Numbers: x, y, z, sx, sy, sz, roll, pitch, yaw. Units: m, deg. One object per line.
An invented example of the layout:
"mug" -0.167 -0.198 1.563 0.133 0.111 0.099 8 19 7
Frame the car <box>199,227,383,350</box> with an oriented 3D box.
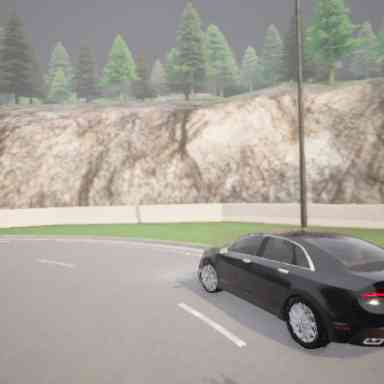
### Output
"car" 1.792 1.435 6.290 1.837 1.490 4.892 0 -1 -24
